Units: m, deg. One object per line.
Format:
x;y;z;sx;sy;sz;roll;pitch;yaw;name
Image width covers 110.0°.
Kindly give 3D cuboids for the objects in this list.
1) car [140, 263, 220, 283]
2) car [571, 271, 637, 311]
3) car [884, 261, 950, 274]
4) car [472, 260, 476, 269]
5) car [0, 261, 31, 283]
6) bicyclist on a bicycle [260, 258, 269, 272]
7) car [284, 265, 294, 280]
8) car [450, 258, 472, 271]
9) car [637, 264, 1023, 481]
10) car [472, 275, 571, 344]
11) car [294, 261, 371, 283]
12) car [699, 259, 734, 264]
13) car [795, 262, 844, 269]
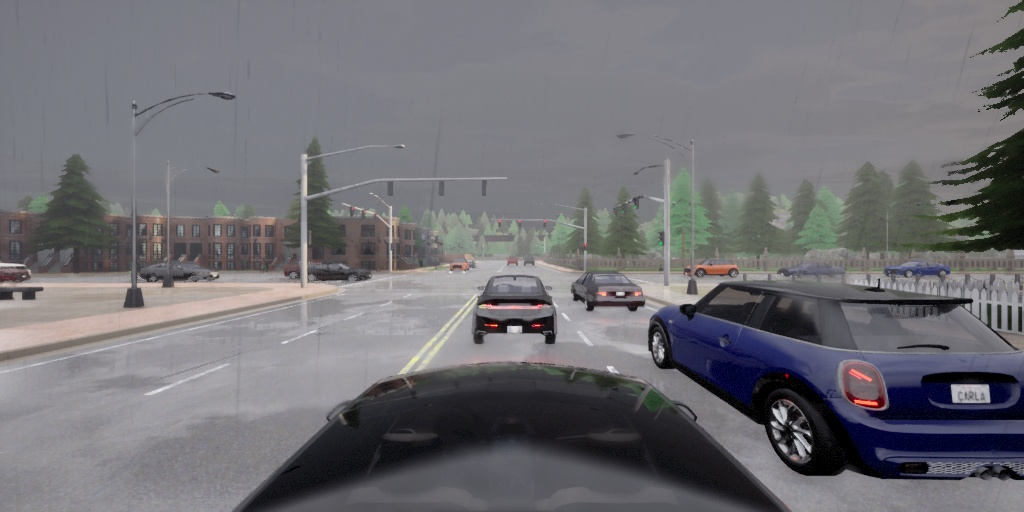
-24.940;1.242;27.073;4.902;1.511;2.128;0;0;-2;car
3.604;1.297;14.361;2.033;1.411;5.357;0;0;0;car
38.162;1.228;33.890;5.008;1.535;1.882;0;0;0;car
-6.994;1.276;58.258;1.812;1.442;4.674;0;0;1;car
-38.089;1.228;25.515;5.008;1.535;1.882;0;0;-17;car
-28.753;1.053;41.650;0.582;1.620;1.656;0;0;-1;bicyclist on a bicycle
-16.743;1.228;30.745;5.008;1.535;1.882;0;0;-1;car
-7.021;1.102;48.325;2.097;1.767;4.553;0;0;0;car
3.607;1.102;4.943;2.097;1.767;4.553;0;0;0;car
0.075;1.242;9.533;2.128;1.511;4.902;0;0;1;car
-13.313;1.228;27.247;5.008;1.535;1.882;0;0;0;car
18.760;1.102;33.950;4.553;1.767;2.097;0;0;0;car
28.285;1.297;33.921;5.357;1.411;2.033;0;0;1;car
